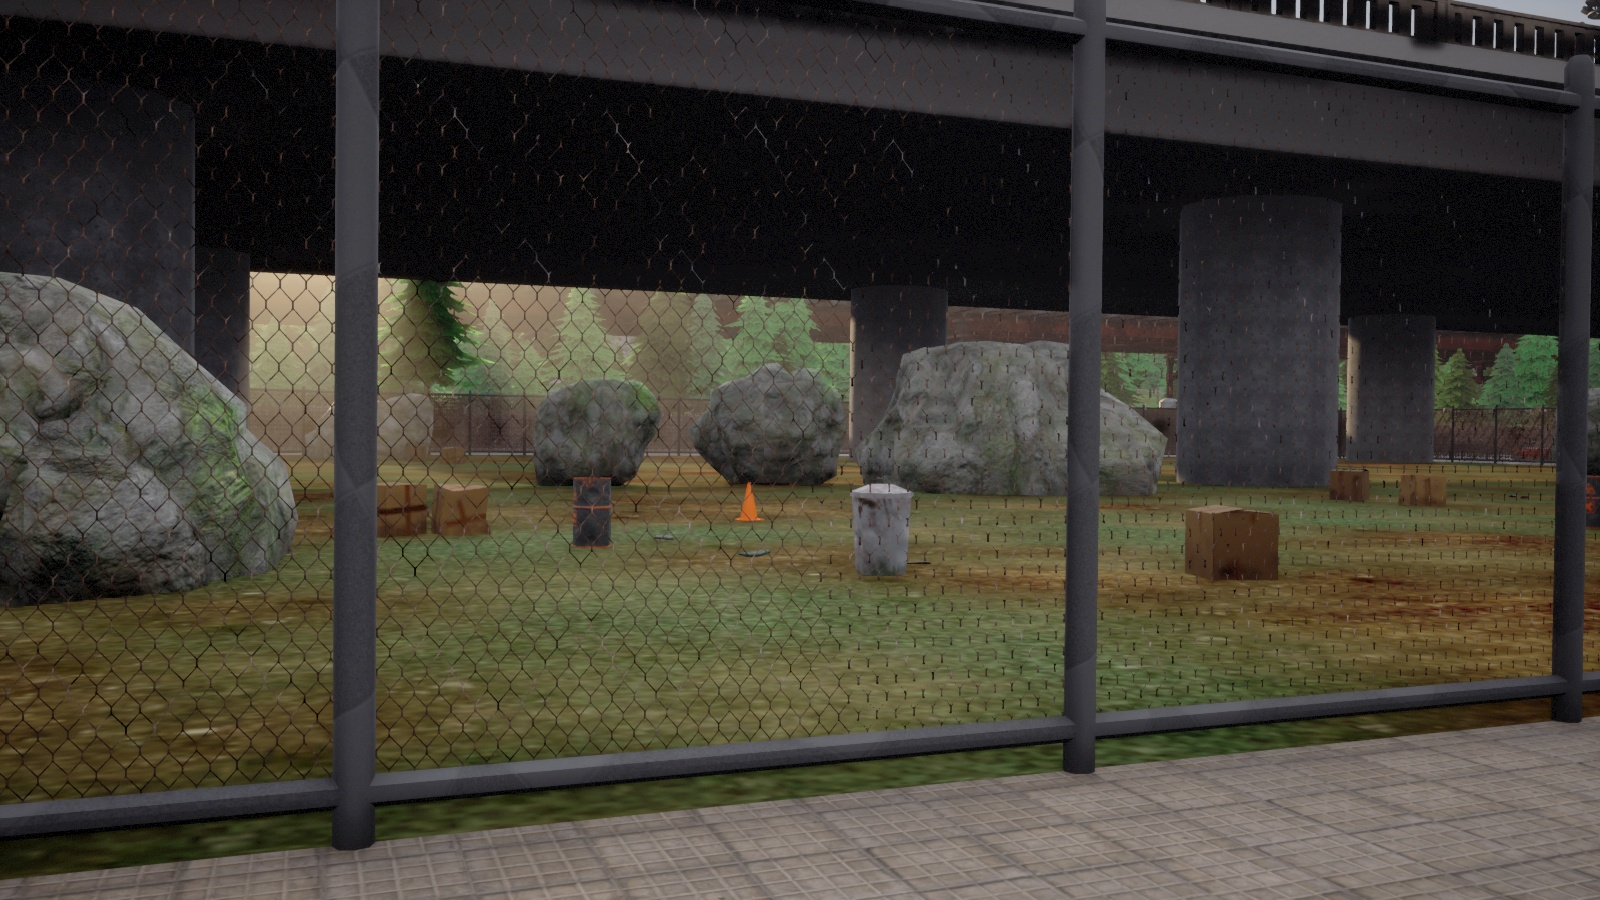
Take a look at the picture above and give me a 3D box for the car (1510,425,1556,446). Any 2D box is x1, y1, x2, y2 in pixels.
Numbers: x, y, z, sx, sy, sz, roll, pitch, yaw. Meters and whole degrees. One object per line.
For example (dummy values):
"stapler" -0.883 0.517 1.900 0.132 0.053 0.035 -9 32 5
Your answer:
"car" 49.001 -0.989 84.027 1.481 1.376 2.207 -1 2 -21
